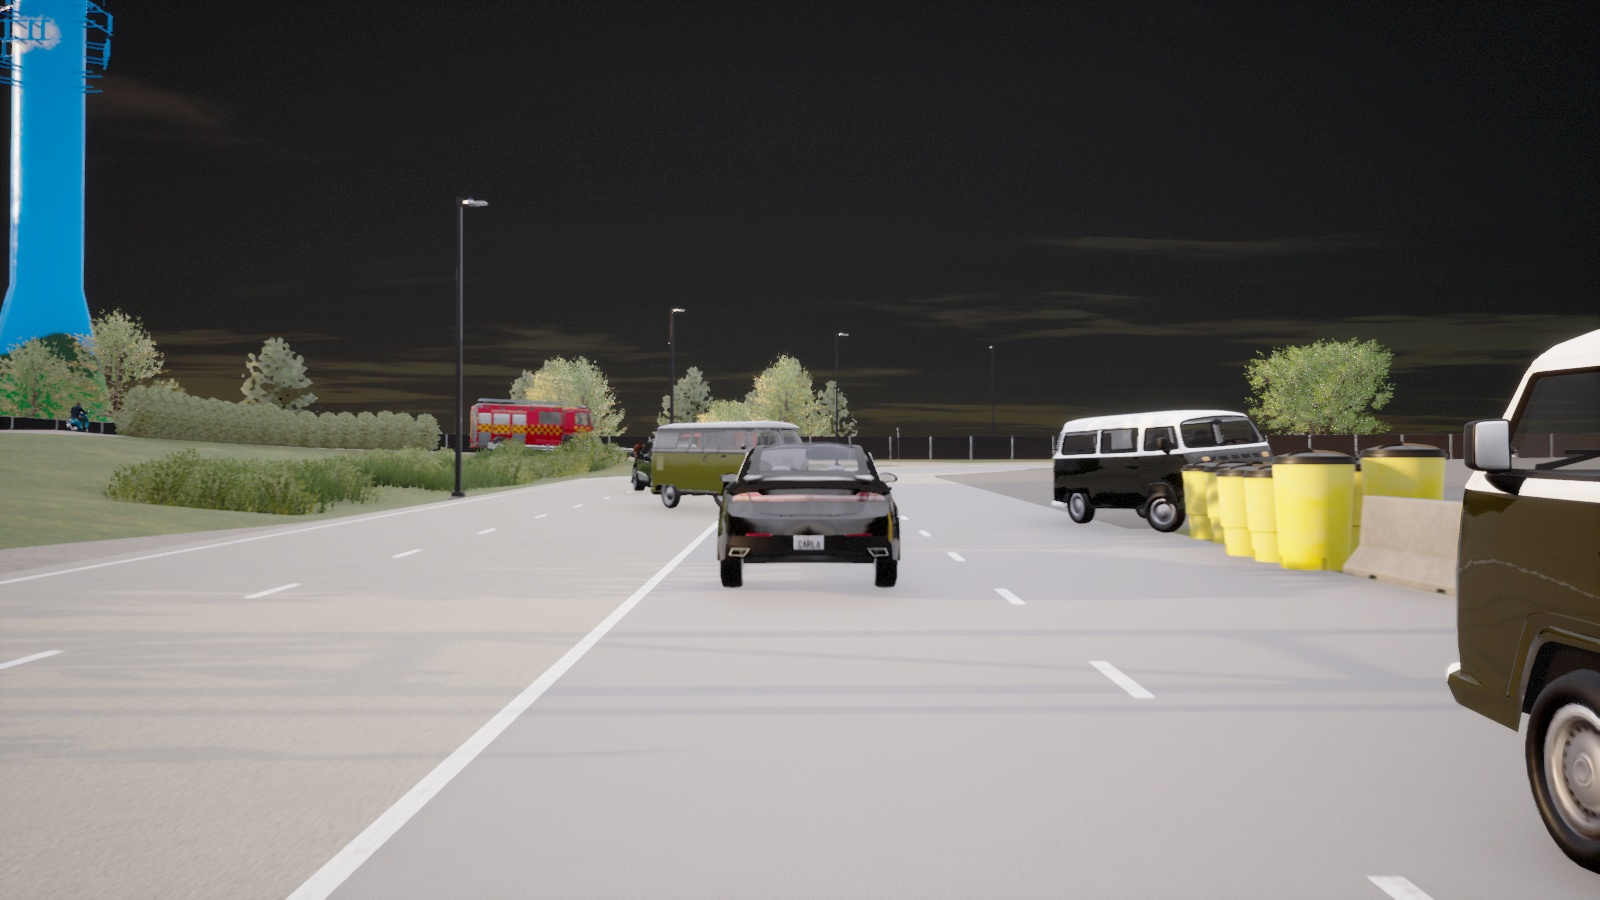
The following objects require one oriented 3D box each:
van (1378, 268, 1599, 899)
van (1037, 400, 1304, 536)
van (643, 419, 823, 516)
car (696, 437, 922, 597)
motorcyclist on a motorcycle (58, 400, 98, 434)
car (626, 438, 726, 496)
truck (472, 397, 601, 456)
[{"bbox_3d":[3.534,0.456,3.203,2.069,2.038,4.480,0,0,0],"label":"van"},{"bbox_3d":[6.349,0.344,22.136,2.069,2.038,4.480,-4,0,-21],"label":"van"},{"bbox_3d":[-1.590,0.348,28.117,1.775,1.987,4.442,0,0,-38],"label":"van"},{"bbox_3d":[0.097,0.625,14.301,2.128,1.511,4.902,0,0,0],"label":"car"},{"bbox_3d":[-35.772,-1.634,62.274,0.866,1.590,1.817,0,-2,1],"label":"motorcyclist on a motorcycle"},{"bbox_3d":[-3.830,0.464,37.965,2.033,1.649,4.856,0,0,-18],"label":"car"},{"bbox_3d":[-18.677,-1.598,89.087,8.468,3.827,2.891,2,-2,-24],"label":"truck"}]
